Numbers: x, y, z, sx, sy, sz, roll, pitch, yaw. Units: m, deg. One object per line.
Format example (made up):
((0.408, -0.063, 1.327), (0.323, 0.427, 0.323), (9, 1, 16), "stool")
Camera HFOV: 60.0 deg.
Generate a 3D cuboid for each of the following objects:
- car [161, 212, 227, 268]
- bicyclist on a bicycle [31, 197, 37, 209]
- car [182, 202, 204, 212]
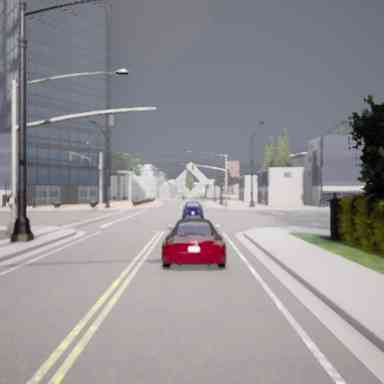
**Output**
((0.071, 1.588, 11.371), (1.994, 1.385, 4.181), (0, 0, 0), "car")
((-21.996, 1.569, 46.252), (0.582, 1.620, 1.656), (-1, 0, 0), "bicyclist on a bicycle")
((0.085, 1.604, 30.475), (1.812, 1.442, 4.674), (0, 0, 0), "car")
